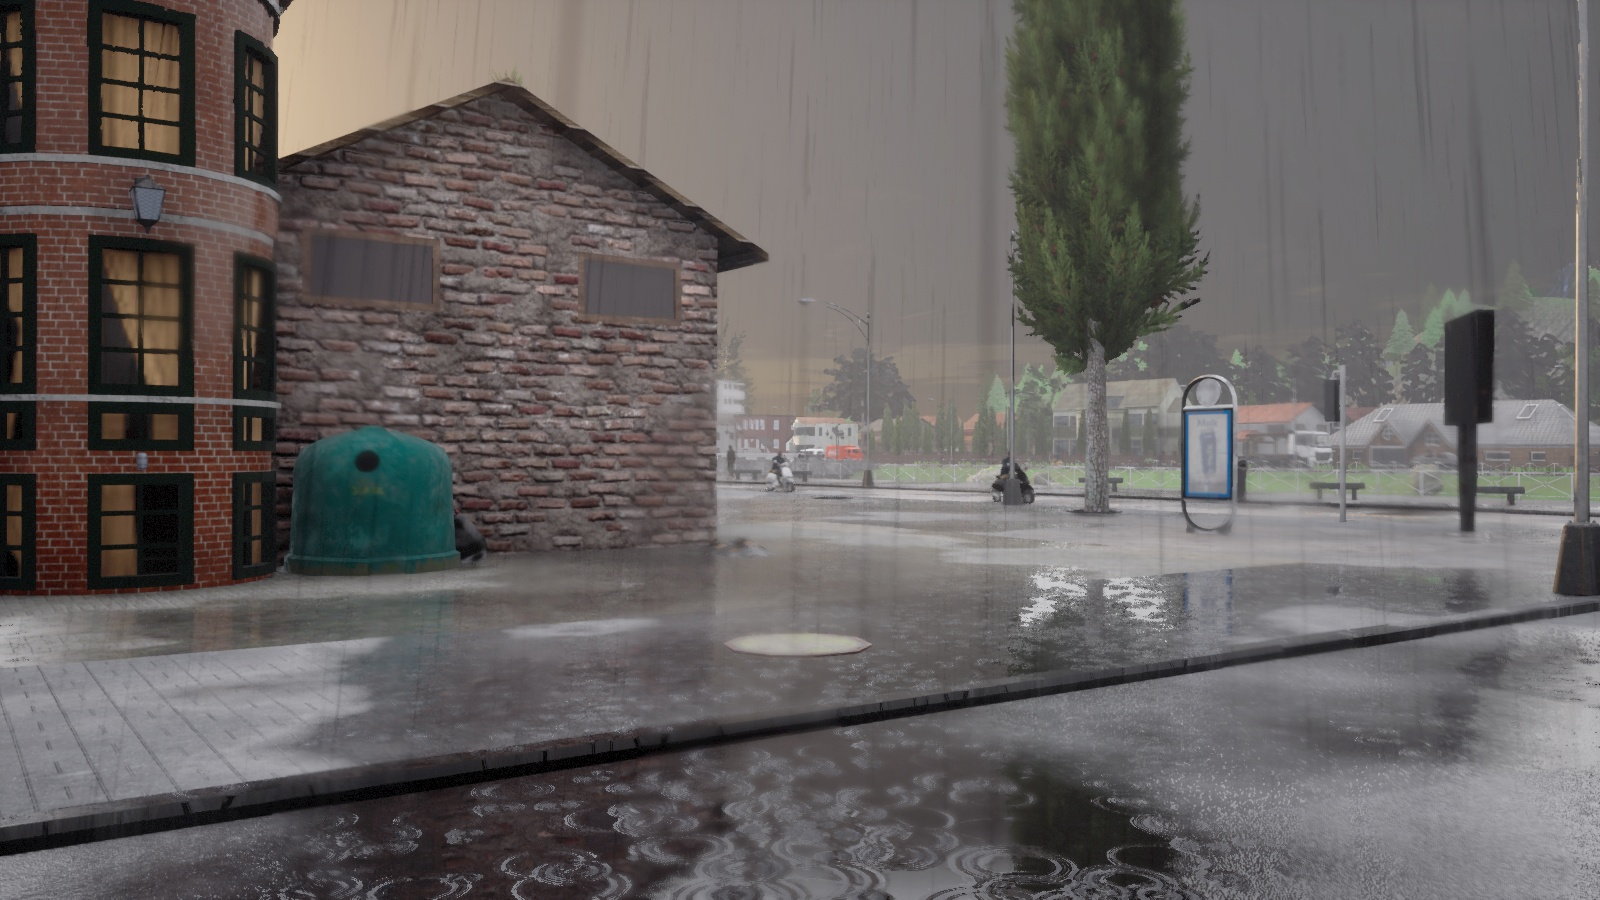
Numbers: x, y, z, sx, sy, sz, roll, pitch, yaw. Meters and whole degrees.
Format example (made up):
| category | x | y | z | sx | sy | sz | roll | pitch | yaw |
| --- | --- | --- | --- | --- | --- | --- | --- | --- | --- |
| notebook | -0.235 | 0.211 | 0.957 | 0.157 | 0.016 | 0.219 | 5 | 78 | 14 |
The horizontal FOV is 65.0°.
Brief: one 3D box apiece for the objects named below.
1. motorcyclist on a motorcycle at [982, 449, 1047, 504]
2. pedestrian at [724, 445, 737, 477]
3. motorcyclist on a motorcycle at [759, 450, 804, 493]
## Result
| category | x | y | z | sx | sy | sz | roll | pitch | yaw |
| --- | --- | --- | --- | --- | --- | --- | --- | --- | --- |
| motorcyclist on a motorcycle | 6.393 | 0.776 | 37.514 | 0.866 | 1.590 | 1.817 | 0 | 0 | -35 |
| pedestrian | -3.954 | 0.638 | 71.542 | 0.431 | 1.840 | 0.703 | 0 | 0 | -30 |
| motorcyclist on a motorcycle | -0.714 | 0.816 | 47.704 | 0.866 | 1.590 | 1.817 | 0 | 0 | -35 |
